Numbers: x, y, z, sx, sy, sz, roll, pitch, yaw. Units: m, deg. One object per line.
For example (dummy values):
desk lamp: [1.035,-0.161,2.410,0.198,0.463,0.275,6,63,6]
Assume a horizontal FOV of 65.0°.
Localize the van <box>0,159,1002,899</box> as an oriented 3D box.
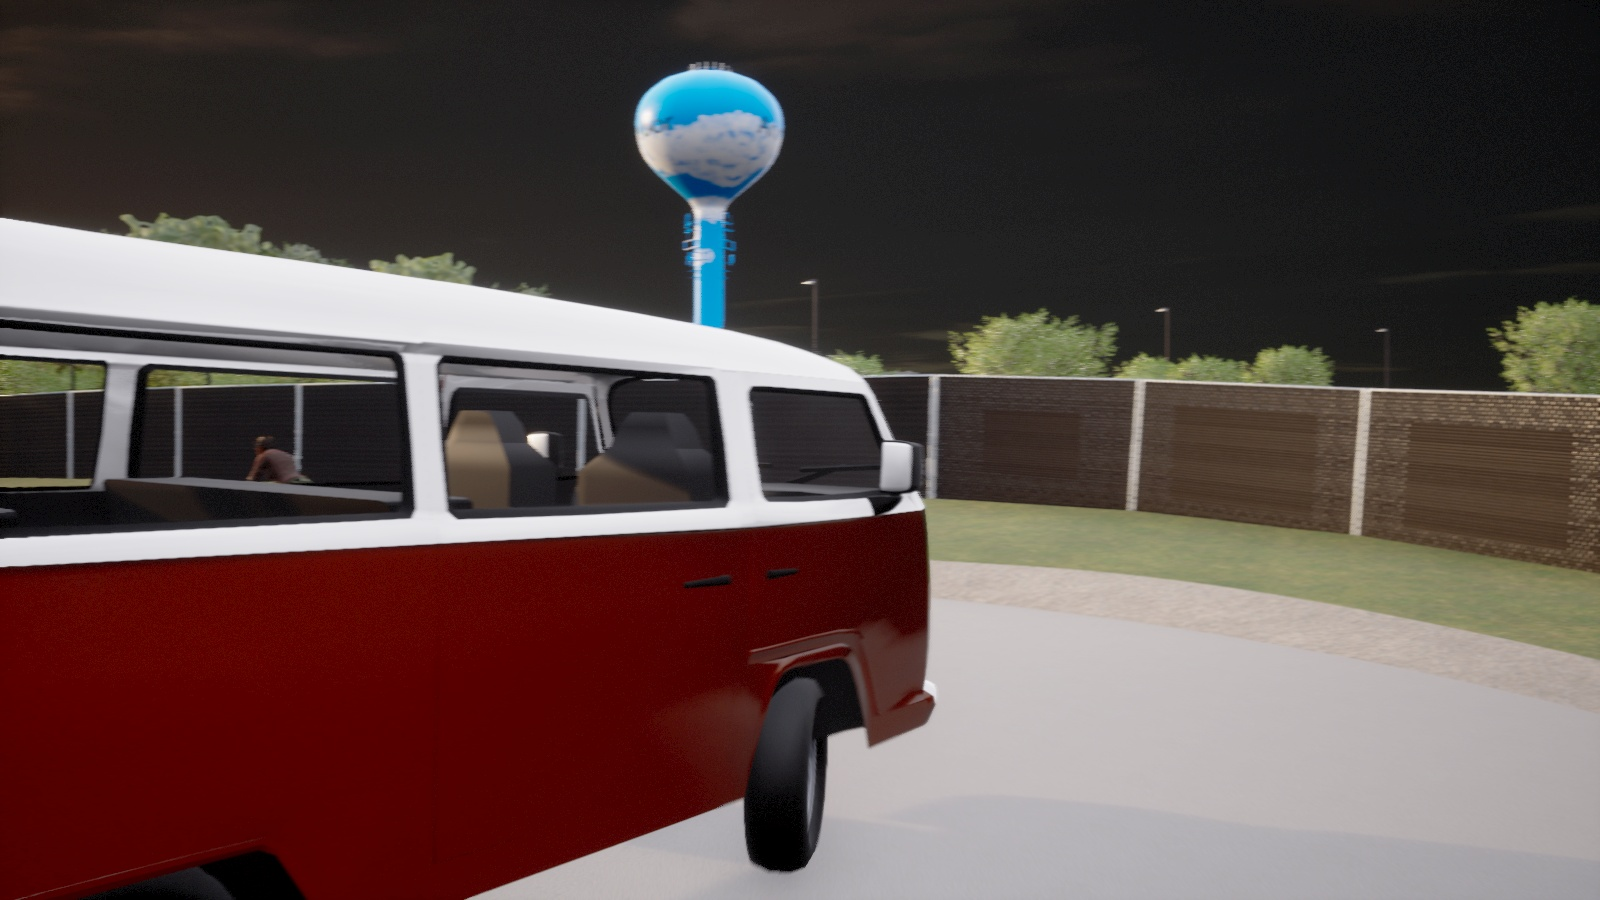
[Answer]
van: [-1.312,0.498,4.058,2.069,2.038,4.480,2,1,35]
